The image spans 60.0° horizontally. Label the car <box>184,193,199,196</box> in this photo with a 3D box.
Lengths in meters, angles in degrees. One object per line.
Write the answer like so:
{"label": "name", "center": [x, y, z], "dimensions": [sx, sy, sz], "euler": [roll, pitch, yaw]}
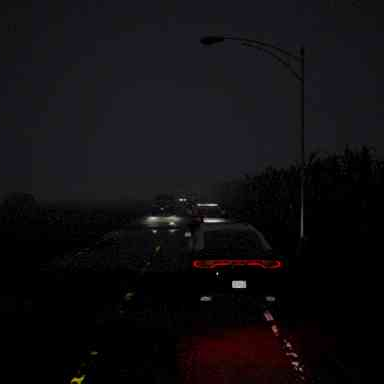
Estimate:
{"label": "car", "center": [0.079, 1.134, 60.043], "dimensions": [2.150, 2.045, 5.566], "euler": [0, 0, 0]}

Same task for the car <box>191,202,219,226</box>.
{"label": "car", "center": [0.856, 1.509, 24.334], "dimensions": [1.812, 1.442, 4.674], "euler": [0, 0, 0]}

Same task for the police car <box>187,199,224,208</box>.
{"label": "police car", "center": [0.849, 1.415, 18.444], "dimensions": [1.930, 1.638, 5.238], "euler": [0, 0, 0]}

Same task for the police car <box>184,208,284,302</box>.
{"label": "police car", "center": [0.835, 1.423, 8.445], "dimensions": [1.930, 1.638, 5.238], "euler": [0, 0, 0]}

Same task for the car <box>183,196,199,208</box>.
{"label": "car", "center": [0.106, 1.550, 46.078], "dimensions": [1.895, 1.301, 4.718], "euler": [0, 0, 1]}

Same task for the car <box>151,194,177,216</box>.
{"label": "car", "center": [-2.707, 1.192, 33.053], "dimensions": [2.150, 2.045, 5.566], "euler": [0, 0, 0]}
